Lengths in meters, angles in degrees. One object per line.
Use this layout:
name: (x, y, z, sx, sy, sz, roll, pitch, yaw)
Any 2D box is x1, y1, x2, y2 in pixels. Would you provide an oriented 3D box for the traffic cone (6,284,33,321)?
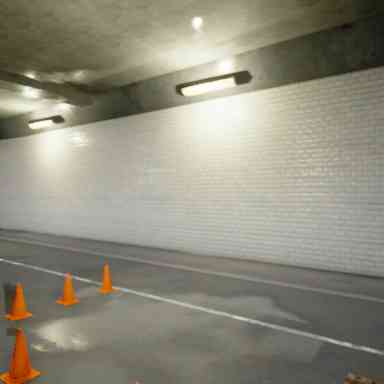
traffic cone: (-3.138, 1.971, 6.050, 0.340, 0.580, 0.340, 0, 0, 36)

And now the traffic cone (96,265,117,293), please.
traffic cone: (-1.969, 1.974, 7.673, 0.340, 0.580, 0.340, 0, 0, 36)

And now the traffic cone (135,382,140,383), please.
traffic cone: (-0.477, 1.963, 2.901, 0.340, 0.580, 0.340, 0, 0, 36)

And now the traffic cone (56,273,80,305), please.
traffic cone: (-2.554, 1.972, 6.861, 0.340, 0.580, 0.340, 0, 0, 36)

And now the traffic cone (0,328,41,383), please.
traffic cone: (-2.100, 1.966, 4.070, 0.340, 0.580, 0.340, 0, 0, 36)
